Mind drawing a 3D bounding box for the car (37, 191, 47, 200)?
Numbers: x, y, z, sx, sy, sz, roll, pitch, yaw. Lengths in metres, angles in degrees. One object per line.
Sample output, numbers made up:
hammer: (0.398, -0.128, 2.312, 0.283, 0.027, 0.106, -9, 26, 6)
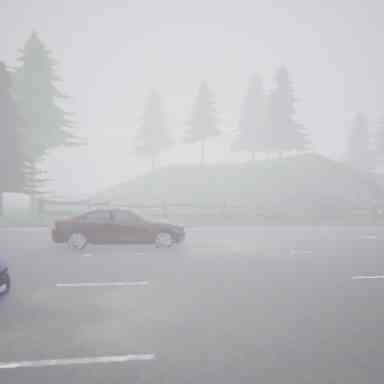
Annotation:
car: (-23.677, 0.560, 51.582, 2.097, 1.767, 4.553, 0, 1, -26)

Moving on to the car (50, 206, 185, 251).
car: (-2.753, 1.324, 12.850, 5.008, 1.535, 1.882, 1, 0, -8)

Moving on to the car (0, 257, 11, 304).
car: (-5.697, 1.340, 5.334, 5.008, 1.535, 1.882, 1, 0, -8)
